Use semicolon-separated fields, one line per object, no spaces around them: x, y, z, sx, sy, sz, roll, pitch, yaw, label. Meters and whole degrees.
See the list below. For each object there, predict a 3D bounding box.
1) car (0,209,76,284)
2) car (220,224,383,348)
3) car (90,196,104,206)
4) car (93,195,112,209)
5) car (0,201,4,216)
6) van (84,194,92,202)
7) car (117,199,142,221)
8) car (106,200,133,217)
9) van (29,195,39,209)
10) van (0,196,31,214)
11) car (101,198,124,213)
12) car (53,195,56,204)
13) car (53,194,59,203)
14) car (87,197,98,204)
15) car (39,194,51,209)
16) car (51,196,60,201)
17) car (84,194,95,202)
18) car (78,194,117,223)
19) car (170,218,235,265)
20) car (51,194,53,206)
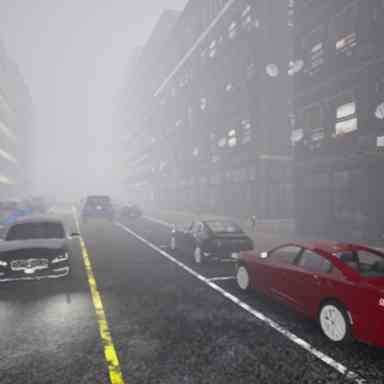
-4.447;1.484;9.657;1.837;1.490;4.892;1;0;-20;car
2.431;1.585;6.425;1.887;1.381;4.507;2;-1;-20;car
-16.744;1.499;58.306;1.967;1.590;4.097;2;-1;-20;car
-12.910;1.357;47.928;2.192;1.841;5.009;2;-1;-20;car
-6.890;1.270;8.949;2.192;1.841;5.009;2;-1;-20;car
-26.317;1.476;84.254;1.690;1.788;3.998;2;-1;-20;van
-5.226;1.573;27.182;1.887;1.381;4.507;2;-1;-20;car
-7.141;1.575;32.370;1.887;1.381;4.507;2;-1;-20;car
-12.634;1.290;24.514;1.690;1.788;3.998;2;-1;-20;van
-10.719;1.290;19.324;1.690;1.788;3.998;2;-1;-20;van
-9.045;1.473;37.563;1.967;1.590;4.097;2;-1;-20;car
-22.214;1.537;50.455;1.947;1.339;4.313;2;-1;-20;car
-27.950;1.320;66.022;2.192;1.841;5.009;2;-1;-20;car
-20.578;1.665;68.683;1.802;1.307;4.206;2;-1;-20;car
-16.462;1.269;34.891;2.192;1.841;5.009;2;-1;-20;car
-35.618;1.659;86.775;1.802;1.307;4.206;2;-1;-20;car
-24.401;1.431;79.064;2.192;1.841;5.009;2;-1;-20;car
-7.485;1.226;26.055;2.150;2.045;5.566;1;0;-20;car
0.516;1.585;11.615;2.008;1.369;4.403;2;-1;-20;car
-18.376;1.273;40.079;2.192;1.841;5.009;2;-1;-20;car
